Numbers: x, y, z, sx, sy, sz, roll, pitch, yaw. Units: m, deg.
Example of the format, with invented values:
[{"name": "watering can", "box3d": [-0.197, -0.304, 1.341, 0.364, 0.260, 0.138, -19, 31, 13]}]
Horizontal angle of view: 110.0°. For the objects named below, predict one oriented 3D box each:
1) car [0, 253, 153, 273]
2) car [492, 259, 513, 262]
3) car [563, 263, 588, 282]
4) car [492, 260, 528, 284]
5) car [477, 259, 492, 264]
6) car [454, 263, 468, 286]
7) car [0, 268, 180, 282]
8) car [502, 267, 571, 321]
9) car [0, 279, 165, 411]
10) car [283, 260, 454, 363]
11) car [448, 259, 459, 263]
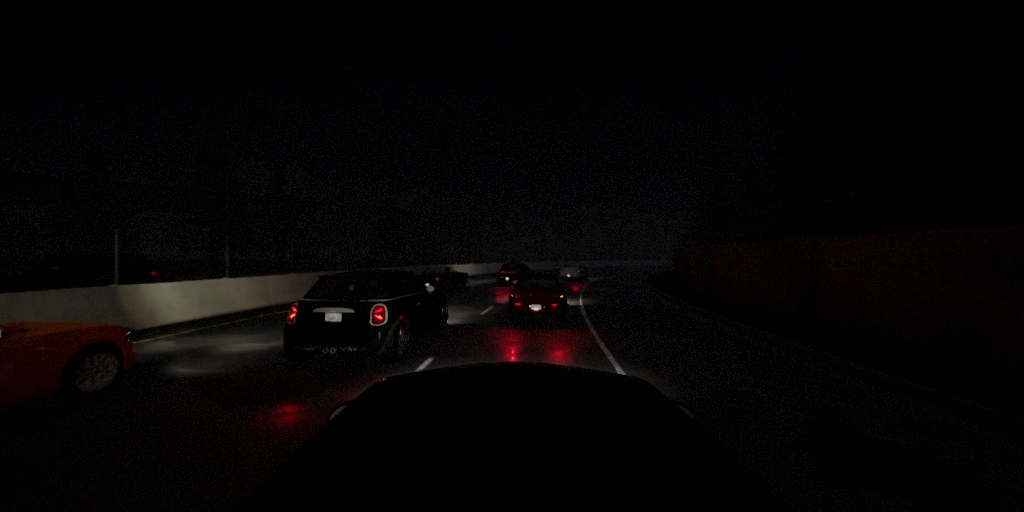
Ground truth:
[{"name": "car", "box3d": [-16.756, 0.897, 13.321, 2.150, 2.045, 5.566, 0, 0, 7]}, {"name": "car", "box3d": [-0.405, 1.230, 51.798, 1.882, 1.535, 5.008, 0, 0, 30]}, {"name": "car", "box3d": [5.083, 1.297, 29.776, 1.812, 1.442, 4.674, 1, 0, 18]}, {"name": "car", "box3d": [0.326, 1.258, 26.314, 1.837, 1.490, 4.892, 0, 0, 15]}, {"name": "car", "box3d": [-3.338, 1.217, 53.691, 1.882, 1.535, 5.008, 0, 0, 31]}, {"name": "car", "box3d": [-4.313, 1.333, 22.504, 1.895, 1.301, 4.718, 0, 0, 13]}, {"name": "car", "box3d": [-13.332, 1.255, 12.064, 1.994, 1.385, 4.181, 0, 0, 7]}, {"name": "car", "box3d": [0.956, 1.281, 12.410, 1.812, 1.442, 4.674, 0, 0, 7]}, {"name": "car", "box3d": [-6.754, 1.197, 3.428, 1.882, 1.535, 5.008, 0, 0, 1]}, {"name": "car", "box3d": [-2.971, 1.089, 8.362, 2.097, 1.767, 4.553, 0, 0, 4]}, {"name": "car", "box3d": [-9.214, 1.219, 50.121, 1.837, 1.490, 4.892, 0, -1, 27]}]
